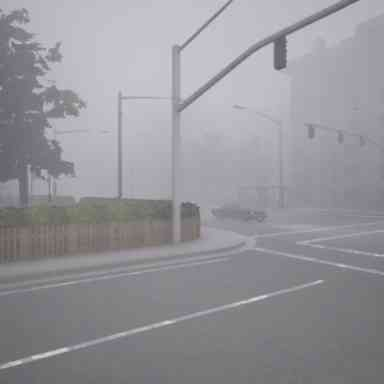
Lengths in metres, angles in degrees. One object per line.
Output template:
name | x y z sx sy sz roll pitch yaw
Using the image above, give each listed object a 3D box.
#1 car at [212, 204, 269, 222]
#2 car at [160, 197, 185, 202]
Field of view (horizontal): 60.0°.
car | 3.708 1.591 26.134 1.895 1.301 4.718 0 0 -35
car | -1.919 1.341 34.256 2.097 1.767 4.553 0 0 -35
